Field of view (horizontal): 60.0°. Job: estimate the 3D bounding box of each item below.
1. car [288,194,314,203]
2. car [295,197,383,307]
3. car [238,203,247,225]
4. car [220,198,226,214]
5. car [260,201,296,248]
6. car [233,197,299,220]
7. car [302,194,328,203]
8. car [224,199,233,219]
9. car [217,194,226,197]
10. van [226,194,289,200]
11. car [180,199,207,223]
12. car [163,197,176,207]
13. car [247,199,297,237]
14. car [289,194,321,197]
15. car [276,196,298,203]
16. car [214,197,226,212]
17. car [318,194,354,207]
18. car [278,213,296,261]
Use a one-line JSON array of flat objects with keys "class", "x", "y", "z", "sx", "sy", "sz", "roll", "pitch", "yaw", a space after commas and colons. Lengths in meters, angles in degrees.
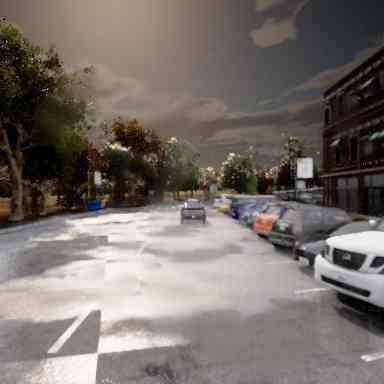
[{"class": "car", "x": 23.937, "y": 1.423, "z": 73.198, "sx": 2.435, "sy": 2.045, "sz": 5.566, "roll": 0, "pitch": -1, "yaw": -21}, {"class": "car", "x": 5.324, "y": 1.241, "z": 6.976, "sx": 5.566, "sy": 2.045, "sz": 2.435, "roll": 1, "pitch": 0, "yaw": -20}, {"class": "car", "x": 5.369, "y": 1.556, "z": 18.999, "sx": 4.674, "sy": 1.452, "sz": 2.002, "roll": 1, "pitch": 0, "yaw": -20}, {"class": "car", "x": 5.375, "y": 1.586, "z": 31.013, "sx": 4.674, "sy": 1.452, "sz": 2.002, "roll": 1, "pitch": 0, "yaw": -20}, {"class": "car", "x": 5.328, "y": 1.376, "z": 12.990, "sx": 4.553, "sy": 1.767, "sz": 2.185, "roll": 1, "pitch": 0, "yaw": -20}, {"class": "car", "x": 5.405, "y": 1.397, "z": 22.008, "sx": 4.553, "sy": 1.767, "sz": 2.185, "roll": 1, "pitch": 0, "yaw": -20}, {"class": "car", "x": 26.998, "y": 1.424, "z": 73.237, "sx": 2.435, "sy": 2.045, "sz": 5.566, "roll": 1, "pitch": -1, "yaw": -22}, {"class": "car", "x": 5.365, "y": 1.530, "z": 25.011, "sx": 5.008, "sy": 1.535, "sz": 2.097, "roll": 1, "pitch": 0, "yaw": -20}, {"class": "car", "x": 5.375, "y": 1.319, "z": 40.049, "sx": 5.566, "sy": 2.045, "sz": 2.435, "roll": 1, "pitch": 0, "yaw": -20}, {"class": "van", "x": 5.484, "y": 1.314, "z": 28.057, "sx": 4.442, "sy": 1.987, "sz": 1.878, "roll": 1, "pitch": 0, "yaw": -20}, {"class": "car", "x": 0.096, "y": 1.538, "z": 25.679, "sx": 2.128, "sy": 1.511, "sz": 4.902, "roll": 0, "pitch": 0, "yaw": 0}, {"class": "car", "x": -3.759, "y": 1.650, "z": 55.117, "sx": 1.837, "sy": 1.490, "sz": 4.892, "roll": 0, "pitch": -1, "yaw": 0}, {"class": "car", "x": 5.333, "y": 1.383, "z": 15.991, "sx": 4.553, "sy": 1.767, "sz": 2.185, "roll": 1, "pitch": 0, "yaw": -20}, {"class": "car", "x": 18.329, "y": 1.370, "z": 56.051, "sx": 2.435, "sy": 2.045, "sz": 5.566, "roll": 0, "pitch": 1, "yaw": -21}, {"class": "car", "x": 20.914, "y": 1.702, "z": 73.112, "sx": 2.163, "sy": 1.488, "sz": 4.792, "roll": 0, "pitch": -1, "yaw": -21}, {"class": "car", "x": 5.191, "y": 1.548, "z": 33.955, "sx": 5.366, "sy": 1.575, "sz": 1.946, "roll": 1, "pitch": 0, "yaw": -20}, {"class": "car", "x": 24.210, "y": 1.373, "z": 56.250, "sx": 2.435, "sy": 2.045, "sz": 5.566, "roll": 0, "pitch": 1, "yaw": -21}, {"class": "car", "x": 5.328, "y": 1.527, "z": 9.975, "sx": 4.792, "sy": 1.488, "sz": 2.163, "roll": 1, "pitch": 0, "yaw": -20}]
